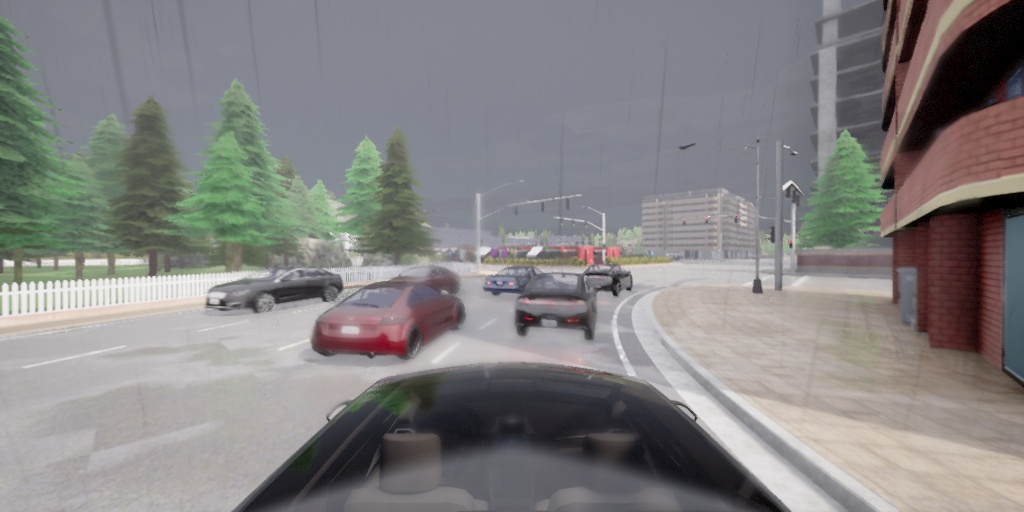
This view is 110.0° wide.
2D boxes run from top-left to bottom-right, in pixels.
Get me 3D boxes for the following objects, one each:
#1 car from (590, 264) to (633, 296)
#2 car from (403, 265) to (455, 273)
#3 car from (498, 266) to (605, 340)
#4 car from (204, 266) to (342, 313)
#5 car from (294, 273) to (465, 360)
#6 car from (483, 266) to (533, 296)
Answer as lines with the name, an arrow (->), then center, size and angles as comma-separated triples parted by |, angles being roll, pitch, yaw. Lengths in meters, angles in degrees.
car -> 4.907, 1.135, 18.437 | 2.128, 1.511, 4.902 | 1, 1, 29
car -> -4.057, 1.175, 16.573 | 1.812, 1.442, 4.674 | 0, 0, 22
car -> 1.381, 1.191, 9.890 | 2.128, 1.511, 4.902 | 0, 0, 14
car -> -8.651, 1.155, 13.592 | 2.128, 1.511, 4.902 | 0, 0, 16
car -> -2.527, 1.268, 8.327 | 1.994, 1.385, 4.181 | 0, 0, 10
car -> 0.533, 1.194, 17.940 | 2.033, 1.411, 5.357 | 0, 0, 25
